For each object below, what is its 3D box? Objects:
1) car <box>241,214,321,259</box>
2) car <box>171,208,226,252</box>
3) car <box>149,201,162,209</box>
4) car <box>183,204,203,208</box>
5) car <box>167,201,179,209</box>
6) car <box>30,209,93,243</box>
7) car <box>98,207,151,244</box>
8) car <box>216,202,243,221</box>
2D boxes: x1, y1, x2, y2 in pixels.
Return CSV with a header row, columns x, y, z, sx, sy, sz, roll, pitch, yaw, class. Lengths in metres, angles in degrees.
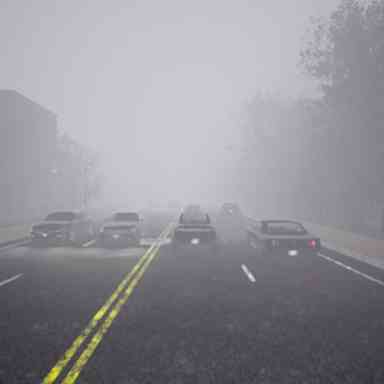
x,y,z,sx,sy,sz,roll,pitch,yaw,class
3.360,1.753,13.279,1.895,1.301,4.718,0,-1,0,car
0.111,1.662,14.788,2.128,1.511,4.902,0,-1,0,car
-6.504,2.243,59.586,1.994,1.385,4.181,0,-1,1,car
0.122,1.893,32.073,1.812,1.442,4.674,0,-1,0,car
-3.253,2.229,58.314,1.994,1.385,4.181,0,-1,1,car
-6.587,1.705,17.317,1.837,1.490,4.892,0,-1,0,car
-3.339,1.721,16.965,1.812,1.442,4.674,0,-1,0,car
3.371,1.704,30.740,2.097,1.767,4.553,0,-1,0,car
